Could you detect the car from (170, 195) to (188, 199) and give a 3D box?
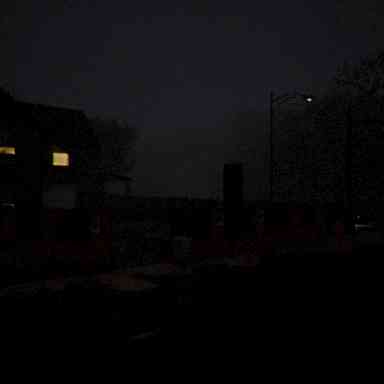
[{"bbox_3d":[-1.264,1.219,41.369,2.097,1.767,4.553,0,0,-36],"label":"car"}]

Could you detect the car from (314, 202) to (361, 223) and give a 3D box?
[{"bbox_3d":[10.335,1.472,25.245,1.812,1.442,4.674,0,0,-36],"label":"car"}]
